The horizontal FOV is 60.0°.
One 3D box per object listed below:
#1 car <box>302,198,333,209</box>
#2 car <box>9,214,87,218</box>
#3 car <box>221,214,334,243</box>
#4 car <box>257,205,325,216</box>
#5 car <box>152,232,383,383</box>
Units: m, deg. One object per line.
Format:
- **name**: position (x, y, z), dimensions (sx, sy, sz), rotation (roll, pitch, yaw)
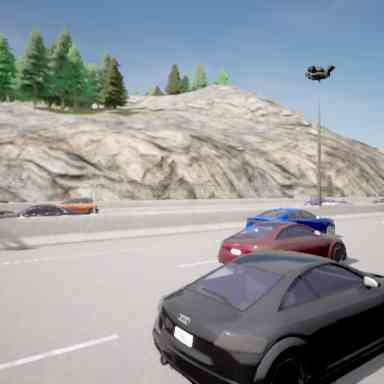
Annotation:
- **car**: position (17.644, 1.553, 46.661), dimensions (4.674, 1.442, 1.812), rotation (0, 0, -35)
- **car**: position (-8.901, 1.507, 19.139), dimensions (4.892, 1.490, 1.837), rotation (0, 0, -36)
- **car**: position (2.804, 1.569, 10.048), dimensions (4.181, 1.385, 1.994), rotation (0, 0, -36)
- **car**: position (4.735, 1.486, 15.728), dimensions (5.008, 1.535, 1.882), rotation (0, 0, -36)
- **car**: position (1.537, 1.567, 4.842), dimensions (4.181, 1.385, 1.994), rotation (0, 0, -36)
